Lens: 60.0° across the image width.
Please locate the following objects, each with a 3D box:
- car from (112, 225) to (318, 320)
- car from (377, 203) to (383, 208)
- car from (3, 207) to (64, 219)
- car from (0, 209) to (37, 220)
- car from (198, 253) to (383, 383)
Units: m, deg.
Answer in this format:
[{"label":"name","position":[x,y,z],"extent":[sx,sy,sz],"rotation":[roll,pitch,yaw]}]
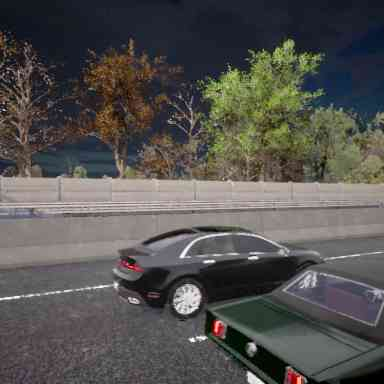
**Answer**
[{"label":"car","position":[0.763,1.504,7.258],"extent":[4.892,1.490,1.837],"rotation":[0,0,-26]},{"label":"car","position":[23.358,1.561,38.203],"extent":[4.674,1.442,1.812],"rotation":[0,0,-26]},{"label":"car","position":[-9.660,1.547,17.940],"extent":[5.357,1.411,2.033],"rotation":[0,0,-26]},{"label":"car","position":[-9.366,1.600,14.186],"extent":[4.718,1.301,1.895],"rotation":[0,0,-26]},{"label":"car","position":[2.634,1.602,4.279],"extent":[4.718,1.301,1.895],"rotation":[0,0,-26]}]
